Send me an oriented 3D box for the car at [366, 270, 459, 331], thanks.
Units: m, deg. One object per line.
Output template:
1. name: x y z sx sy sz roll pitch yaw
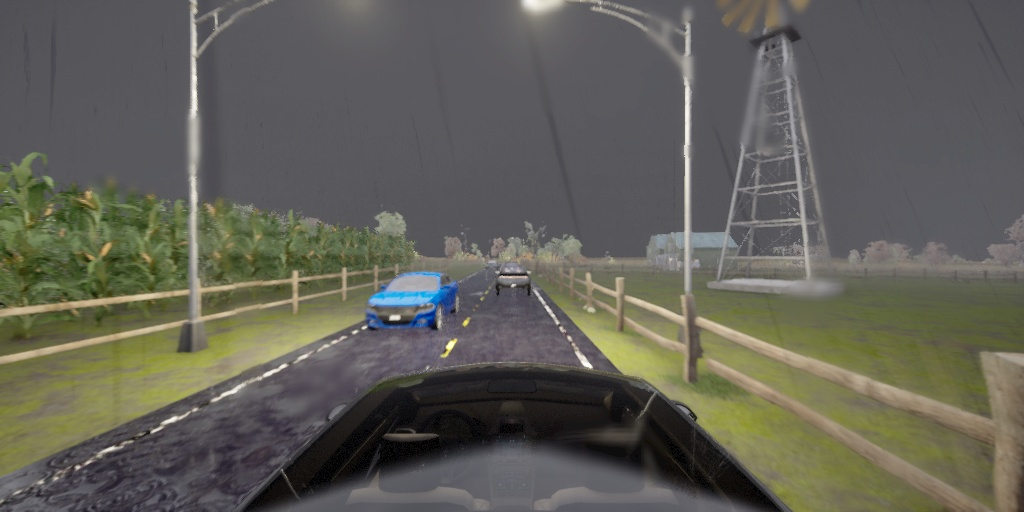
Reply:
1. car: -2.858 1.236 11.247 1.882 1.535 5.008 0 0 0

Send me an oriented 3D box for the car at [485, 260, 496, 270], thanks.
1. car: -2.950 1.353 53.885 1.812 1.442 4.674 0 0 0

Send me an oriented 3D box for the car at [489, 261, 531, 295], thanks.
1. car: 0.066 1.261 20.167 2.128 1.511 4.902 0 0 0
